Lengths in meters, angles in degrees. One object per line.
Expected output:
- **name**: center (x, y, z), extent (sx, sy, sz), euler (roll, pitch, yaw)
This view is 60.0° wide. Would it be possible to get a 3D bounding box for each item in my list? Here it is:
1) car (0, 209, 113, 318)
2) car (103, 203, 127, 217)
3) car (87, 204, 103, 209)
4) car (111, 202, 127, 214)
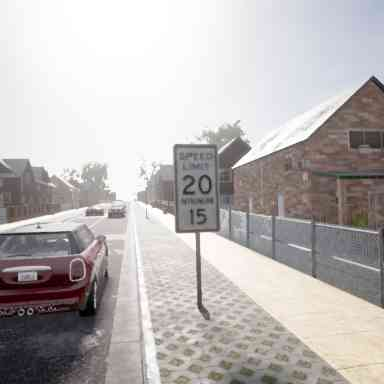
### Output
- **car**: center (-3.118, 1.456, 7.632), extent (2.097, 1.767, 4.553), euler (-1, -1, -10)
- **car**: center (-8.601, 2.098, 38.125), extent (2.033, 1.411, 5.357), euler (-1, -1, -10)
- **car**: center (-12.128, 2.236, 41.861), extent (1.994, 1.385, 4.181), euler (-1, -1, -10)
- **car**: center (-10.467, 2.260, 48.095), extent (2.033, 1.411, 5.357), euler (-1, -1, -10)
